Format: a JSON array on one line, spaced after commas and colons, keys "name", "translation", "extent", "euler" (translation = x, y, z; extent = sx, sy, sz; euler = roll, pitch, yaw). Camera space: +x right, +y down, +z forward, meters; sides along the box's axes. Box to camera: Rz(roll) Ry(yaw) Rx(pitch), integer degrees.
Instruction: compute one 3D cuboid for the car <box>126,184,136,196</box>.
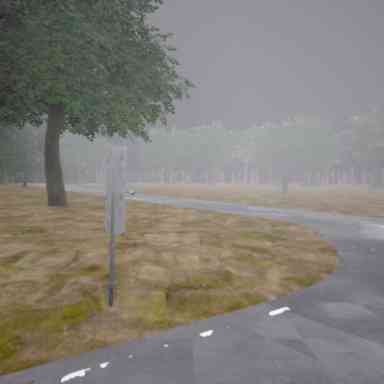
[{"name": "car", "translation": [-8.859, -0.300, 42.233], "extent": [2.128, 1.511, 4.902], "euler": [2, 2, -38]}]
